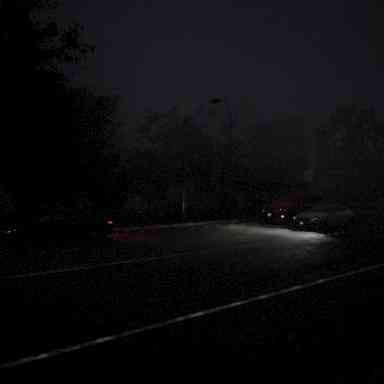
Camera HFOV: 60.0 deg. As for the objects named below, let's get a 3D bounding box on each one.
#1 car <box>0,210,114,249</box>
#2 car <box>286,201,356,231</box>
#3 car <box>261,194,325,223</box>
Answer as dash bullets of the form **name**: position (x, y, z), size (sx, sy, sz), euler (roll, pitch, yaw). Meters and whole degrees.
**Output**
- **car**: position (-5.773, 1.521, 14.610), size (4.674, 1.442, 1.812), euler (0, 0, -35)
- **car**: position (8.092, 1.480, 20.133), size (4.674, 1.442, 1.812), euler (0, 0, -35)
- **car**: position (7.465, 1.173, 23.966), size (5.566, 2.045, 2.150), euler (0, 0, -35)
